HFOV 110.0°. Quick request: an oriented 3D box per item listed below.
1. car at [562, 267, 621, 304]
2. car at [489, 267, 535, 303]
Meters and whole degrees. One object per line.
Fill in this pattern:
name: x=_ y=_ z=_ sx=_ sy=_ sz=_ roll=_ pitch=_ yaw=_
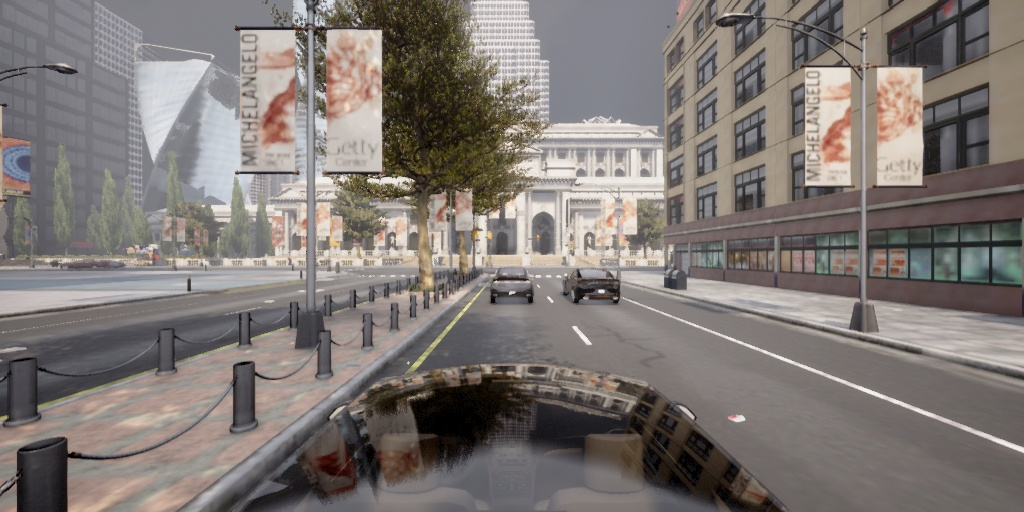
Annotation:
car: x=3.500 y=1.234 z=16.500 sx=1.882 sy=1.535 sz=5.008 roll=0 pitch=0 yaw=0
car: x=0.000 y=1.244 z=16.500 sx=2.128 sy=1.511 sz=4.902 roll=0 pitch=0 yaw=0
